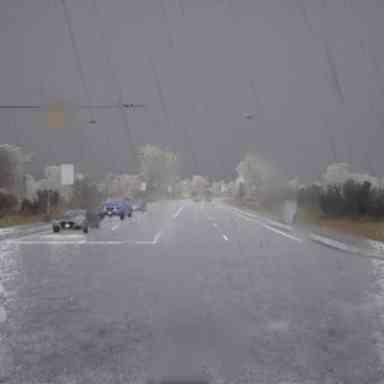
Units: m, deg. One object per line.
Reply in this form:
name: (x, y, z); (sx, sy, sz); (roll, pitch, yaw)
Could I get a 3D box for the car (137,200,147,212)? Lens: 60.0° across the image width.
car: (-7.052, 1.839, 43.353); (2.128, 1.511, 4.902); (0, 0, 0)

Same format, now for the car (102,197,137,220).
car: (-7.085, 1.474, 31.505); (2.150, 2.045, 5.566); (0, 0, 1)

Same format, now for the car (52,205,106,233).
car: (-7.104, 1.732, 20.875); (1.994, 1.385, 4.181); (0, 0, -1)
